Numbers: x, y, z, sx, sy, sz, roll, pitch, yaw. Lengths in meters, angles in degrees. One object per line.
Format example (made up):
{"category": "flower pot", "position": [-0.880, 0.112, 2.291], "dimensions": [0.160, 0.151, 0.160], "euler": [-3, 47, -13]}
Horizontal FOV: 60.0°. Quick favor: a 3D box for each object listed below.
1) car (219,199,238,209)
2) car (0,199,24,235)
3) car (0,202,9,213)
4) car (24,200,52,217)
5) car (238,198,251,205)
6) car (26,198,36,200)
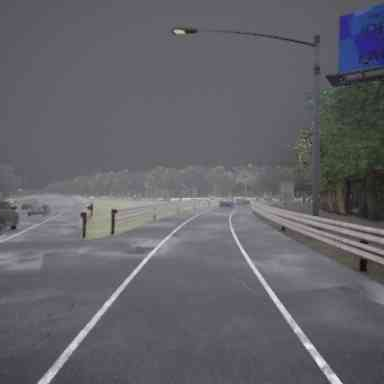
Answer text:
{"category": "car", "position": [5.628, 1.835, 53.290], "dimensions": [1.882, 1.535, 5.008], "euler": [1, 0, 16]}
{"category": "car", "position": [-11.897, 1.397, 19.607], "dimensions": [2.150, 2.045, 5.566], "euler": [1, -1, -15]}
{"category": "car", "position": [-26.077, 1.999, 44.390], "dimensions": [1.895, 1.301, 4.718], "euler": [1, -1, -17]}
{"category": "car", "position": [-16.543, 1.901, 36.230], "dimensions": [2.033, 1.411, 5.357], "euler": [1, -1, -16]}
{"category": "car", "position": [10.853, 1.961, 69.032], "dimensions": [2.128, 1.511, 4.902], "euler": [1, 0, 24]}
{"category": "car", "position": [-24.781, 1.874, 51.462], "dimensions": [2.097, 1.767, 4.553], "euler": [1, -1, -18]}
